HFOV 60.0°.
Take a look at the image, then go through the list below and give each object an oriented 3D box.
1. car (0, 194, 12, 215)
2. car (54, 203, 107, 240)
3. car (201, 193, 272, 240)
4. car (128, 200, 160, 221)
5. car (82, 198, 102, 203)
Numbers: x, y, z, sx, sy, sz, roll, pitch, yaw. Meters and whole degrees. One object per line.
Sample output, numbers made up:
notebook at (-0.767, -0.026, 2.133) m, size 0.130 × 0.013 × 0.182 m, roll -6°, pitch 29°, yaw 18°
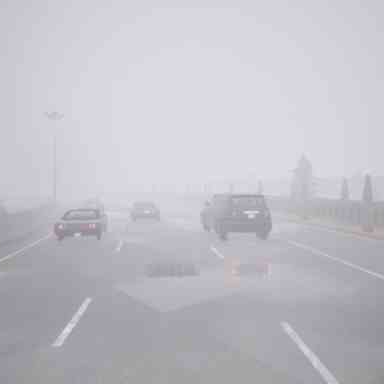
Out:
car at (-14.025, 1.170, 22.349) m, size 2.097 × 1.767 × 4.553 m, roll 0°, pitch 1°, yaw -16°
car at (-5.140, 1.447, 15.967) m, size 1.895 × 1.301 × 4.718 m, roll 0°, pitch 1°, yaw -10°
car at (1.945, 1.042, 16.055) m, size 2.150 × 2.045 × 5.566 m, roll 0°, pitch 1°, yaw -10°
car at (-3.611, 1.310, 24.752) m, size 1.994 × 1.385 × 4.181 m, roll 0°, pitch 1°, yaw -15°
car at (-9.785, 1.254, 32.620) m, size 1.994 × 1.385 × 4.181 m, roll 0°, pitch 1°, yaw -20°
